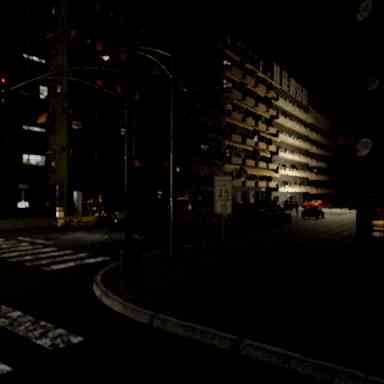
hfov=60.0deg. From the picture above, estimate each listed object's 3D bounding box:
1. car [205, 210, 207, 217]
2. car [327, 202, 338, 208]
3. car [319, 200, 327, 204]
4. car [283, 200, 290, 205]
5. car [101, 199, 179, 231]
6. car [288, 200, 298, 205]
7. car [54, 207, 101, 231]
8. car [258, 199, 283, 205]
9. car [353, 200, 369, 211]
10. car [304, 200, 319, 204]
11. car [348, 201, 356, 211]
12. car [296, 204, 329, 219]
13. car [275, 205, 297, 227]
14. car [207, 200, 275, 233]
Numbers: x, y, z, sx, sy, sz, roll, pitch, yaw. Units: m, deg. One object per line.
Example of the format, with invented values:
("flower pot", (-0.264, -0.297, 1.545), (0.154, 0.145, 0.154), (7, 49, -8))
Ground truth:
("car", (3.069, 2.067, 36.421), (1.887, 1.381, 4.507), (-1, -2, 35))
("car", (32.256, 2.967, 78.211), (1.887, 1.381, 4.507), (-1, -2, 35))
("car", (25.769, 2.541, 68.929), (2.192, 1.841, 5.009), (-1, -2, 35))
("car", (12.699, 2.348, 50.212), (1.752, 1.417, 4.829), (-1, -2, 35))
("car", (-3.155, 1.487, 22.961), (2.150, 2.045, 5.566), (0, -1, 35))
("car", (16.040, 2.242, 54.999), (2.192, 1.841, 5.009), (-1, -2, 35))
("car", (-6.758, 1.737, 22.352), (1.752, 1.417, 4.829), (-1, -2, 35))
("car", (8.584, 1.858, 39.754), (2.150, 2.045, 5.566), (0, -1, 35))
("car", (32.647, 2.566, 64.199), (2.192, 1.841, 5.009), (-1, -2, 35))
("car", (22.527, 2.672, 64.281), (1.887, 1.381, 4.507), (-1, -2, 35))
("car", (29.403, 2.467, 59.555), (2.192, 1.841, 5.009), (-1, -2, 35))
("car", (13.190, 2.230, 36.333), (1.802, 1.307, 4.206), (-1, -2, 35))
("car", (6.704, 1.990, 27.048), (1.887, 1.381, 4.507), (-1, -2, 35))
("car", (3.461, 1.658, 22.411), (2.192, 1.841, 5.009), (-1, -2, 35))
